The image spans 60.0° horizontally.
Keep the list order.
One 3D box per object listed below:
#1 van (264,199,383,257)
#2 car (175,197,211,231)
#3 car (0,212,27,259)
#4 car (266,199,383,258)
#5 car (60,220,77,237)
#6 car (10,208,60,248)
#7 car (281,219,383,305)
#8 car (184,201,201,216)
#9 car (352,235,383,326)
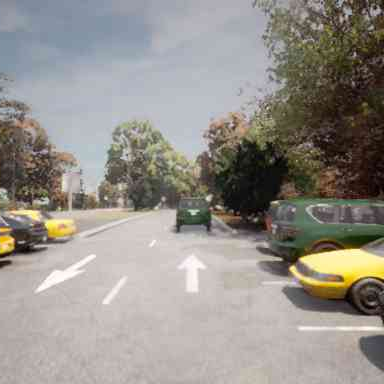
[{"bbox_3d":[5.151,1.283,12.597,4.442,1.987,1.878,0,0,0],"label":"van"},{"bbox_3d":[0.089,1.365,21.859,2.150,2.045,5.566,0,-1,0],"label":"car"},{"bbox_3d":[-8.038,1.492,9.920,5.008,1.535,2.097,0,0,0],"label":"car"},{"bbox_3d":[5.063,1.240,9.705,5.566,2.045,2.435,0,0,0],"label":"car"},{"bbox_3d":[-8.233,1.530,15.461,5.366,1.575,1.946,0,0,0],"label":"car"},{"bbox_3d":[-8.040,1.510,12.692,4.892,1.521,2.231,0,0,0],"label":"car"},{"bbox_3d":[4.851,1.481,6.935,5.366,1.575,1.946,0,0,0],"label":"car"},{"bbox_3d":[0.081,2.044,41.841,2.097,1.767,4.553,0,-2,0],"label":"car"},{"bbox_3d":[5.031,1.483,4.168,4.892,1.521,2.231,0,0,0],"label":"car"}]
